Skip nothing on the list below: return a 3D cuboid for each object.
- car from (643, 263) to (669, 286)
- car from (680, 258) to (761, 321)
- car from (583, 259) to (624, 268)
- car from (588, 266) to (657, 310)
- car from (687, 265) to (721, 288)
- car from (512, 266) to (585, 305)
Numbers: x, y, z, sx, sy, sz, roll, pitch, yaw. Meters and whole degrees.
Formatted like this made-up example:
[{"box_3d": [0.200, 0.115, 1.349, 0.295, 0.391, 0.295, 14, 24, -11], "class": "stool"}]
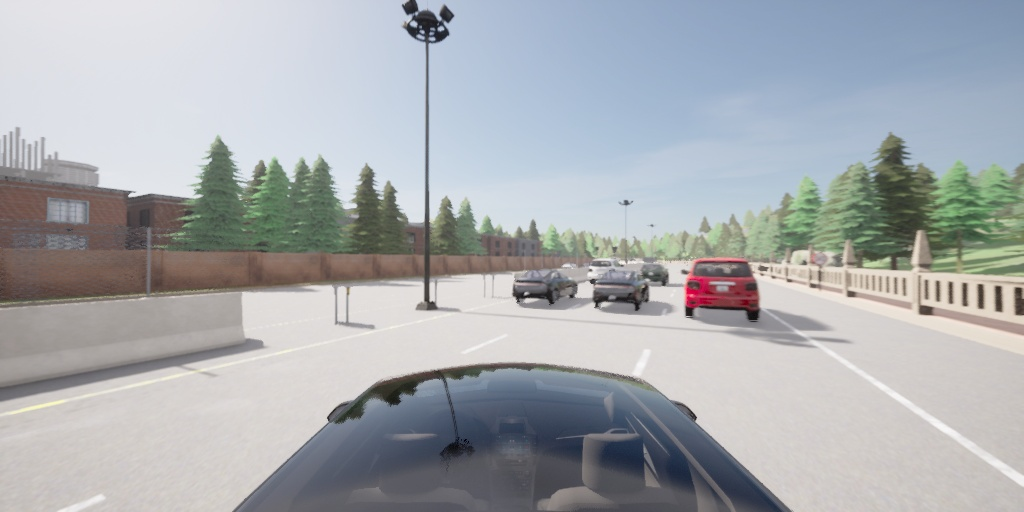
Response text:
[{"box_3d": [11.450, 1.385, 28.982, 2.097, 1.767, 4.553, 0, -1, 27], "class": "car"}, {"box_3d": [7.592, 1.093, 13.335, 2.150, 2.045, 5.566, 0, 0, 26], "class": "car"}, {"box_3d": [7.928, 1.272, 29.784, 2.150, 2.045, 5.566, 0, 0, 27], "class": "car"}, {"box_3d": [4.853, 1.390, 15.673, 2.128, 1.511, 4.902, 0, -1, 26], "class": "car"}, {"box_3d": [14.618, 1.507, 27.491, 2.128, 1.511, 4.902, 0, -1, 27], "class": "car"}, {"box_3d": [1.700, 1.410, 17.193, 2.128, 1.511, 4.902, 0, -1, 26], "class": "car"}]
